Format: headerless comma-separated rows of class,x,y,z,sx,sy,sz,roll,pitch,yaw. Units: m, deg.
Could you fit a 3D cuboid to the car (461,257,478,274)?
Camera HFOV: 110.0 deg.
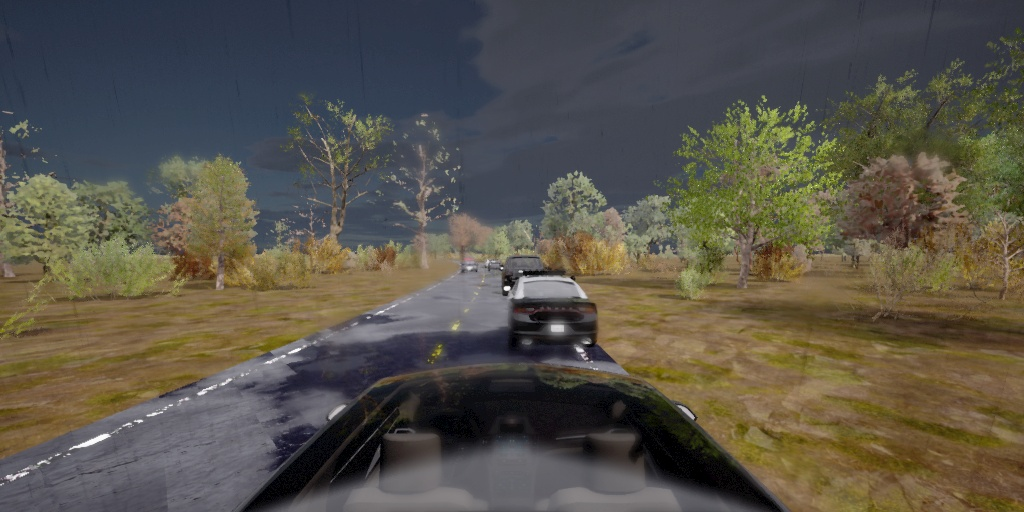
car,-4.952,1.241,42.383,2.128,1.511,4.902,0,0,-5

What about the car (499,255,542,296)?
car,0.531,0.972,19.380,2.150,2.045,5.566,0,0,-2

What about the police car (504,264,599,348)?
police car,0.820,1.174,9.415,1.930,1.638,5.238,0,0,-1

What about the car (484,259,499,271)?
car,-2.313,1.240,48.066,2.128,1.511,4.902,0,0,-5

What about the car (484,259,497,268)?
car,-3.593,1.278,59.865,1.812,1.442,4.674,0,0,-8
